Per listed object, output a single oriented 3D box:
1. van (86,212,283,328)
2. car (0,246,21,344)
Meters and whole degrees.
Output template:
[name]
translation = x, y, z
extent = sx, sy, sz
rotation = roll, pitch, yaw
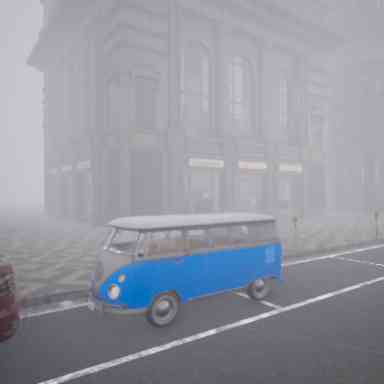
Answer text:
[van]
translation = 0.051, 1.337, 6.690
extent = 3.998, 1.788, 1.690
rotation = 0, 0, -36
[car]
translation = -4.536, 1.316, 3.415
extent = 5.009, 1.841, 2.192
rotation = 0, 0, -36
